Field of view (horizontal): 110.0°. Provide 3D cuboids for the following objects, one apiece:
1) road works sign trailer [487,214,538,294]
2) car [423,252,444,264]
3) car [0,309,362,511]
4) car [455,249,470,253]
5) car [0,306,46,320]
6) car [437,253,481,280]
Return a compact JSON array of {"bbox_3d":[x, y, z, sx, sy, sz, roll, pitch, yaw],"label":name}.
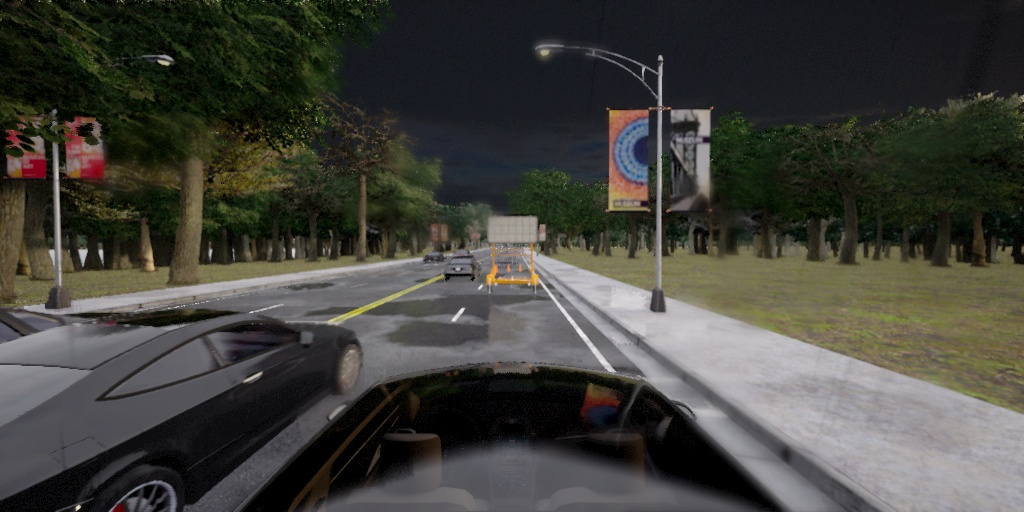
[{"bbox_3d":[0.029,-0.177,17.016,2.380,3.560,2.880,0,0,0],"label":"road works sign trailer"},{"bbox_3d":[-9.633,0.157,44.772,2.033,1.411,5.357,0,2,1],"label":"car"},{"bbox_3d":[-3.134,1.233,3.411,1.812,1.442,4.674,0,1,0],"label":"car"},{"bbox_3d":[-6.364,-0.067,45.793,2.097,1.767,4.553,0,2,1],"label":"car"},{"bbox_3d":[-6.594,1.256,3.348,2.033,1.411,5.357,0,1,0],"label":"car"},{"bbox_3d":[-3.091,0.745,23.151,2.033,1.411,5.357,0,2,0],"label":"car"}]
